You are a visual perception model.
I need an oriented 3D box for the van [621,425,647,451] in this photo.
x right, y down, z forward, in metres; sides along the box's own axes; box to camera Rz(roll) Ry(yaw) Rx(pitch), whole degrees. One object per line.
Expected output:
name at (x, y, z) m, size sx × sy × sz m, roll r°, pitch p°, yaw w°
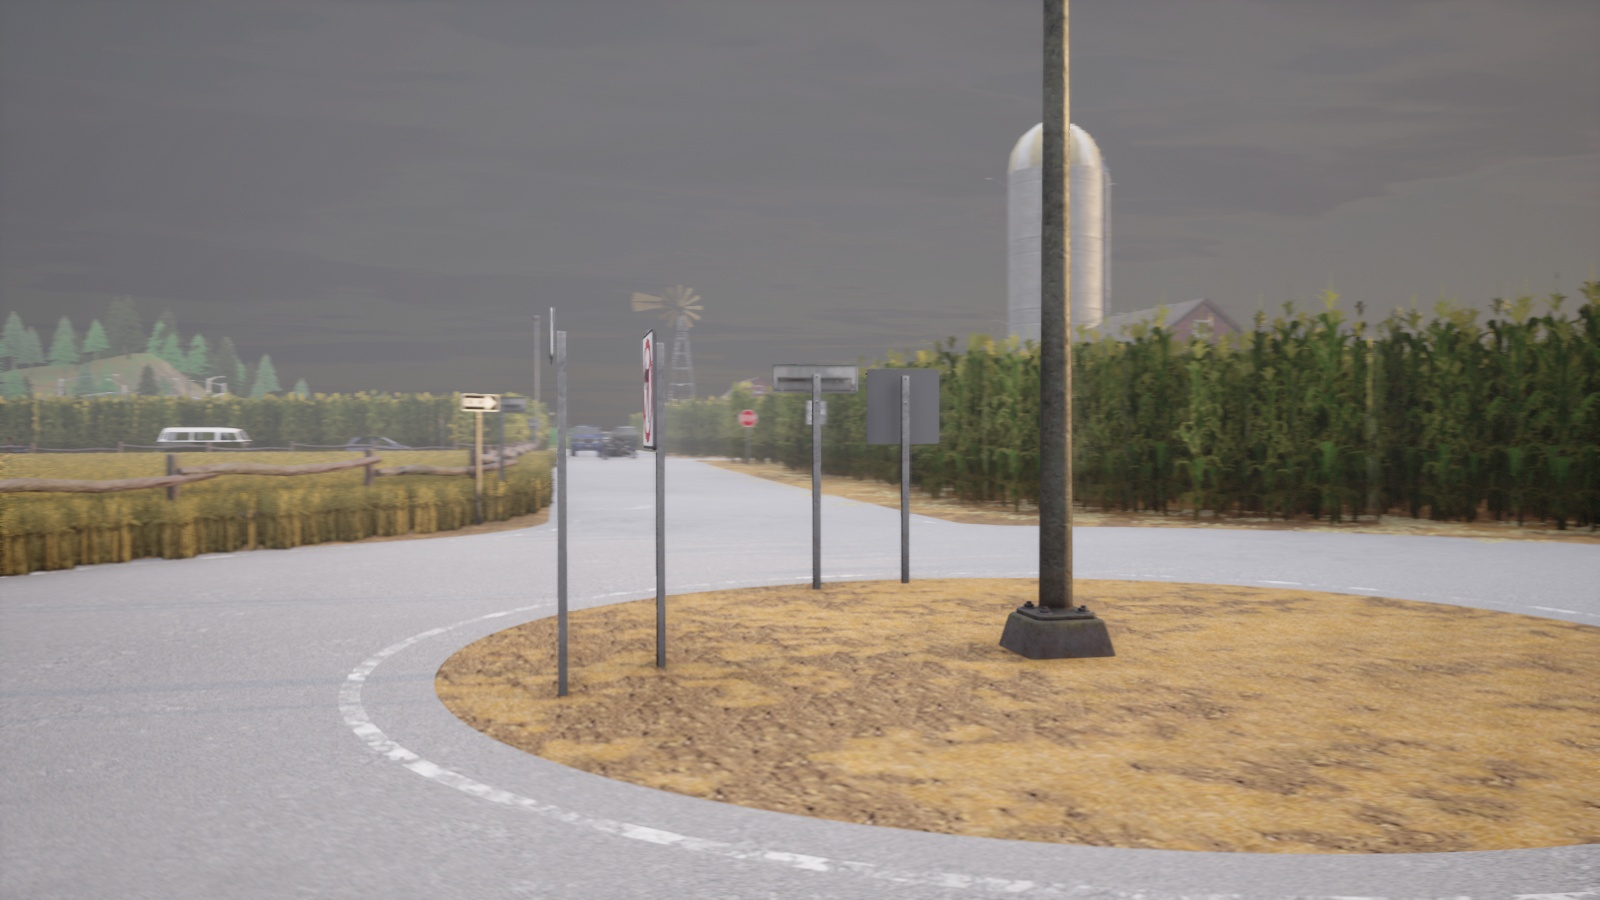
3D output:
van at (-12.684, -0.936, 95.700) m, size 1.775 × 1.987 × 4.442 m, roll 0°, pitch 1°, yaw -10°

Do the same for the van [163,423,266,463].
van at (-30.434, -0.388, 65.440) m, size 4.480 × 2.038 × 2.069 m, roll 0°, pitch 1°, yaw -11°

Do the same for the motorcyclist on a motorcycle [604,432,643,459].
motorcyclist on a motorcycle at (-10.162, -0.251, 72.425) m, size 2.191 × 1.530 × 0.866 m, roll 0°, pitch 1°, yaw -11°

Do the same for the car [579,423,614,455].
car at (-13.546, -0.750, 83.285) m, size 2.150 × 2.045 × 5.566 m, roll 0°, pitch 1°, yaw -11°

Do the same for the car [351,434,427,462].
car at (-21.911, -0.125, 67.053) m, size 3.633 × 1.501 × 1.845 m, roll 0°, pitch 1°, yaw -11°
